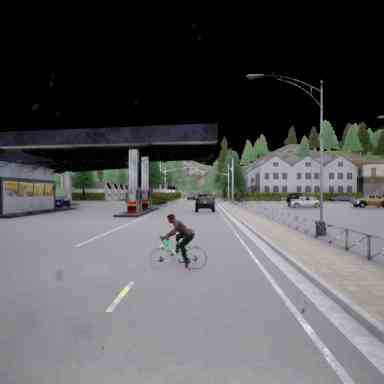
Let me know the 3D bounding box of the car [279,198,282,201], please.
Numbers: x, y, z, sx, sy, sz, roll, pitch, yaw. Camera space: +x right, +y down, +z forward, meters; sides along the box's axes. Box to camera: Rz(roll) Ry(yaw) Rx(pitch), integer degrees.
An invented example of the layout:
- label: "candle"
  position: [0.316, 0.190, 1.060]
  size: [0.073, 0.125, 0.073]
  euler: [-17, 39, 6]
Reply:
- label: "car"
  position: [20.054, 1.360, 68.154]
  size: [4.181, 1.385, 1.994]
  euler: [0, 0, 2]

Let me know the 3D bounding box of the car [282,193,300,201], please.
- label: "car"
  position: [14.962, 1.076, 45.691]
  size: [3.866, 1.878, 1.905]
  euler: [0, 0, 2]

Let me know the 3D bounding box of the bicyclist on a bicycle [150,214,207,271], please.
- label: "bicyclist on a bicycle"
  position: [-0.406, 1.451, 9.475]
  size: [1.656, 1.620, 0.582]
  euler: [-2, 0, 2]

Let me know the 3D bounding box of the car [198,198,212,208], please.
- label: "car"
  position: [1.889, 1.563, 48.756]
  size: [1.994, 1.385, 4.181]
  euler: [0, 0, 2]

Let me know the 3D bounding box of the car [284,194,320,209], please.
- label: "car"
  position: [14.245, 1.360, 42.387]
  size: [3.806, 1.475, 1.970]
  euler: [0, 0, 2]

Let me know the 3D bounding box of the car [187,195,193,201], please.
- label: "car"
  position: [-0.264, 1.538, 86.952]
  size: [2.033, 1.411, 5.357]
  euler: [0, 0, 2]

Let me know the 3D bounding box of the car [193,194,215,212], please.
- label: "car"
  position: [1.492, 1.222, 38.140]
  size: [2.150, 2.045, 5.566]
  euler: [0, 0, 2]

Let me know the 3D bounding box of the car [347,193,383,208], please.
- label: "car"
  position: [22.721, 1.097, 42.155]
  size: [4.605, 1.855, 1.932]
  euler: [0, 0, 2]

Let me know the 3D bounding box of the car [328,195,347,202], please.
- label: "car"
  position: [30.697, 1.347, 67.786]
  size: [5.357, 1.411, 2.033]
  euler: [0, 0, 2]

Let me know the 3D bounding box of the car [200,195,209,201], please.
- label: "car"
  position: [3.095, 1.523, 83.100]
  size: [2.128, 1.511, 4.902]
  euler: [0, 0, 2]

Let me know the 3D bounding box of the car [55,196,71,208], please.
- label: "car"
  position: [-19.004, 1.479, 47.321]
  size: [2.242, 1.667, 4.611]
  euler: [0, 0, 2]
